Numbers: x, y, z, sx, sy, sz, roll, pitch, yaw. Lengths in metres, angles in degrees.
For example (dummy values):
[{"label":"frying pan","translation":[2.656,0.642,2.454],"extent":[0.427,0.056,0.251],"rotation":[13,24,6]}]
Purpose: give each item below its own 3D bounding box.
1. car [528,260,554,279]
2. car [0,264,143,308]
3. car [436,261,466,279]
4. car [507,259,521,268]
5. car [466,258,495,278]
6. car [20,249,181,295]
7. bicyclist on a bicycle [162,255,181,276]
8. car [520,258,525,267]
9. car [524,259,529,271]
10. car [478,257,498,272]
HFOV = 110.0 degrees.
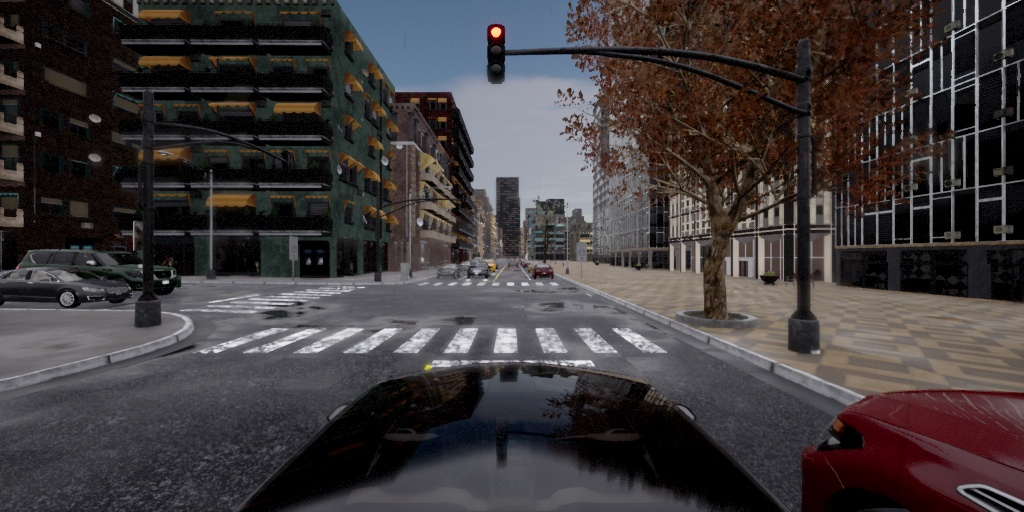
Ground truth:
[{"label":"car","translation":[2.739,1.307,32.333],"extent":[1.888,1.381,4.507],"rotation":[0,0,0]},{"label":"car","translation":[-16.417,1.091,12.947],"extent":[4.403,1.370,2.007],"rotation":[0,0,0]},{"label":"car","translation":[-5.641,1.313,32.346],"extent":[2.007,1.370,4.403],"rotation":[0,0,0]},{"label":"car","translation":[0.199,1.289,63.479],"extent":[2.128,1.511,4.902],"rotation":[0,0,0]},{"label":"car","translation":[-3.043,1.255,33.632],"extent":[2.128,1.511,4.902],"rotation":[0,0,1]},{"label":"car","translation":[-17.766,0.747,15.531],"extent":[5.566,2.045,2.150],"rotation":[1,0,0]},{"label":"bicyclist on a bicycle","translation":[-23.133,0.761,24.218],"extent":[0.582,1.620,1.656],"rotation":[1,0,0]},{"label":"car","translation":[2.783,1.375,59.995],"extent":[1.802,1.307,4.207],"rotation":[0,0,0]},{"label":"car","translation":[2.757,1.298,43.568],"extent":[1.751,1.417,4.829],"rotation":[0,0,0]},{"label":"car","translation":[-3.033,1.251,44.142],"extent":[1.882,1.535,5.008],"rotation":[0,0,0]}]
